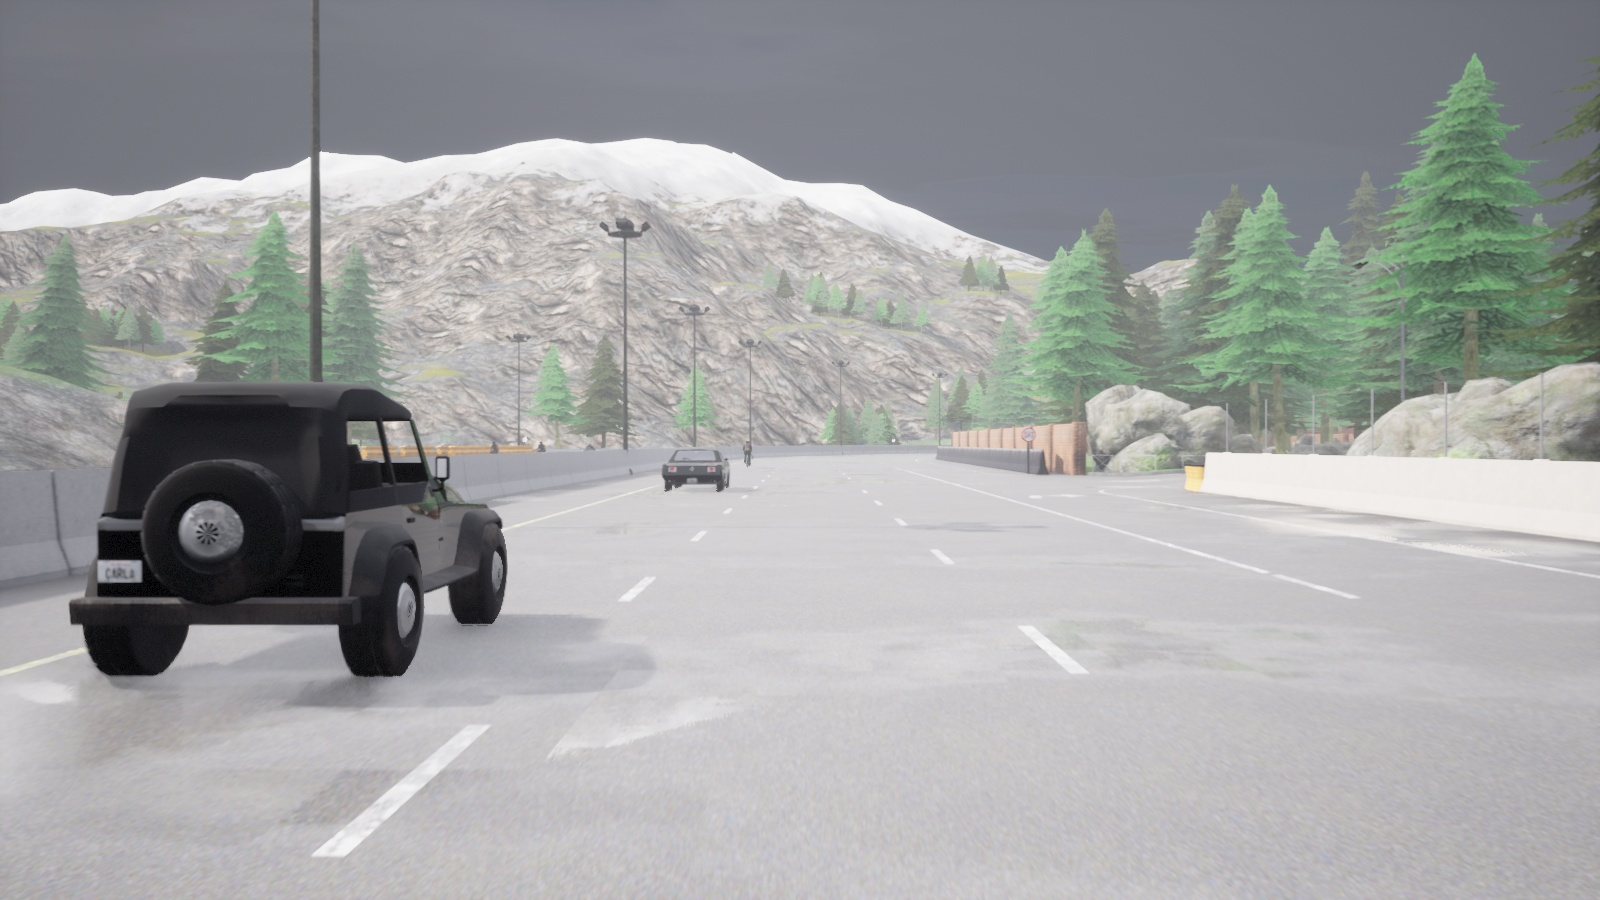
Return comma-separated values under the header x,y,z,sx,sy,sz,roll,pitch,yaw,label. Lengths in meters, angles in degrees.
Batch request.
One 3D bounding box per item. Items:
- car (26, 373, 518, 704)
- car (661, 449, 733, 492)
x,y,z,sx,sy,sz,roll,pitch,yaw,label
-3.433,0.489,9.069,1.905,1.878,3.866,0,0,0,car
-3.255,0.616,40.479,1.895,1.301,4.718,0,0,0,car
